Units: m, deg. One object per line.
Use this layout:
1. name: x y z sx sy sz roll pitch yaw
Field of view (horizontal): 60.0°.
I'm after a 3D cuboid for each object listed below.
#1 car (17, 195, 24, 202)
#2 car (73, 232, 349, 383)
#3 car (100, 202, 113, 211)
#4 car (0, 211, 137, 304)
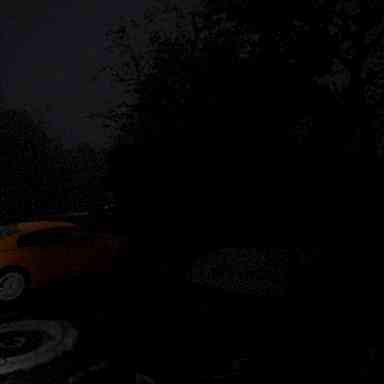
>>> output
1. car: -30.907 0.878 57.798 2.150 2.045 5.566 -3 -1 35
2. car: 1.020 1.473 5.095 2.097 1.535 5.008 0 0 36
3. car: -6.262 1.246 30.333 1.994 1.385 4.181 -3 -1 35
4. car: -3.518 1.465 8.321 2.097 1.535 5.008 0 0 36
